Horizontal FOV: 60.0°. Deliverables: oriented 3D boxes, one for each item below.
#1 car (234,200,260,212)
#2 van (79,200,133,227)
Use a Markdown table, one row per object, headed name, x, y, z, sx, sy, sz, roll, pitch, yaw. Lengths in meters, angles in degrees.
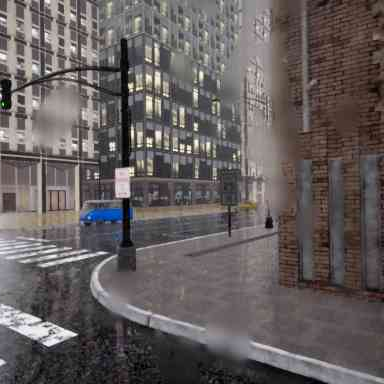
| name | x | y | z | sx | sy | sz | roll | pitch | yaw |
| --- | --- | --- | --- | --- | --- | --- | --- | --- | --- |
| car | 6.848 | 1.688 | 41.378 | 1.752 | 1.417 | 4.829 | -2 | -1 | 36 |
| van | -5.987 | 1.460 | 23.470 | 1.690 | 1.788 | 3.998 | -2 | -1 | 36 |
